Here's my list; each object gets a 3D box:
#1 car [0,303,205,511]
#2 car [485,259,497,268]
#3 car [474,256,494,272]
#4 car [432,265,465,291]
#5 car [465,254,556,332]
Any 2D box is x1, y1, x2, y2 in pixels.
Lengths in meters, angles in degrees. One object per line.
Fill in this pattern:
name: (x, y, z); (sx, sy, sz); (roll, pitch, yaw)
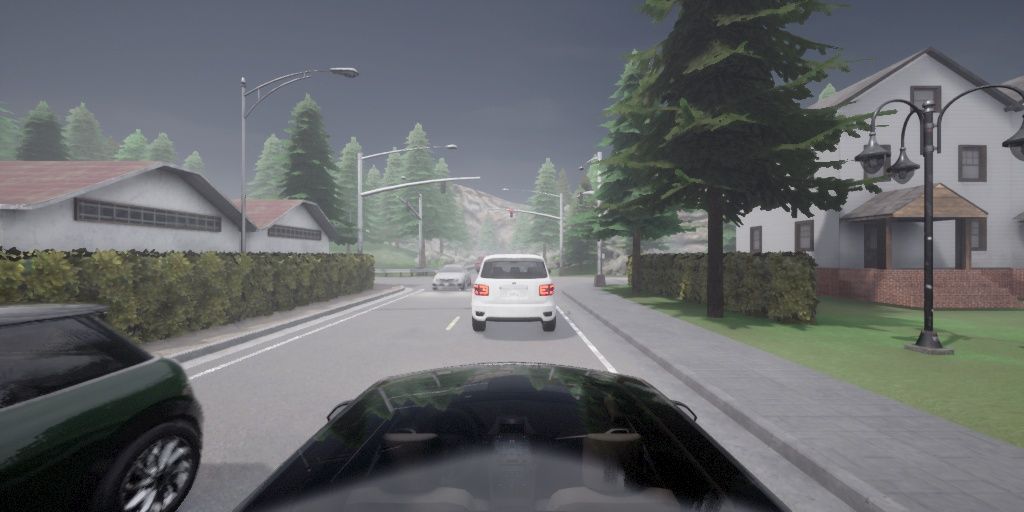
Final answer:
car: (-3.601, 1.102, 1.009); (2.097, 1.767, 4.553); (0, 0, 0)
car: (-3.646, 1.255, 62.115); (1.837, 1.490, 4.892); (0, 0, -1)
car: (-3.608, 0.971, 47.125); (2.150, 2.045, 5.566); (0, 0, 0)
car: (-3.599, 1.275, 21.990); (1.812, 1.442, 4.674); (0, 0, 0)
car: (0.064, 0.971, 11.048); (2.150, 2.045, 5.566); (0, 0, 0)
